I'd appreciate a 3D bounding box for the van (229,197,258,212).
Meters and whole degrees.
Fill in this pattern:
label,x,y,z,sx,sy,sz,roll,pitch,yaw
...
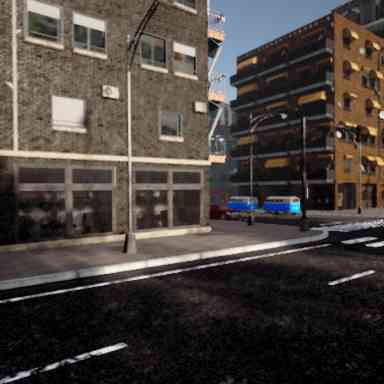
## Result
label,x,y,z,sx,sy,sz,roll,pitch,yaw
van,5.805,1.457,38.521,1.690,1.788,3.998,-2,0,-36

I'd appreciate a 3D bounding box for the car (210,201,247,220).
label,x,y,z,sx,sy,sz,roll,pitch,yaw
car,2.385,1.722,29.088,1.802,1.307,4.206,-2,0,-36

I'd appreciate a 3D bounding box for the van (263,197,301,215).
label,x,y,z,sx,sy,sz,roll,pitch,yaw
van,9.121,1.382,34.006,1.690,1.788,3.998,-2,0,-36
